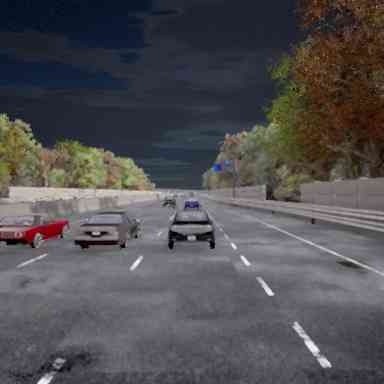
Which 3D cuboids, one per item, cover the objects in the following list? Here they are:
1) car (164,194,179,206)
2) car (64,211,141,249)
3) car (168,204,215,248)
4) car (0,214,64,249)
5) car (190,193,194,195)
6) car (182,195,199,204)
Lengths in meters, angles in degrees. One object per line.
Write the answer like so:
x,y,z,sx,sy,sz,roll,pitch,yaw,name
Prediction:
-3.522,1.557,54.200,1.837,1.490,4.892,0,0,0,car
-3.506,1.561,14.673,2.033,1.411,5.357,0,0,0,car
-0.010,1.506,14.857,2.128,1.511,4.902,0,0,0,car
-7.008,1.614,14.558,1.895,1.301,4.718,0,0,0,car
-0.032,1.628,80.003,1.994,1.385,4.181,0,0,0,car
-0.019,1.519,44.042,1.882,1.535,5.008,0,0,0,car
